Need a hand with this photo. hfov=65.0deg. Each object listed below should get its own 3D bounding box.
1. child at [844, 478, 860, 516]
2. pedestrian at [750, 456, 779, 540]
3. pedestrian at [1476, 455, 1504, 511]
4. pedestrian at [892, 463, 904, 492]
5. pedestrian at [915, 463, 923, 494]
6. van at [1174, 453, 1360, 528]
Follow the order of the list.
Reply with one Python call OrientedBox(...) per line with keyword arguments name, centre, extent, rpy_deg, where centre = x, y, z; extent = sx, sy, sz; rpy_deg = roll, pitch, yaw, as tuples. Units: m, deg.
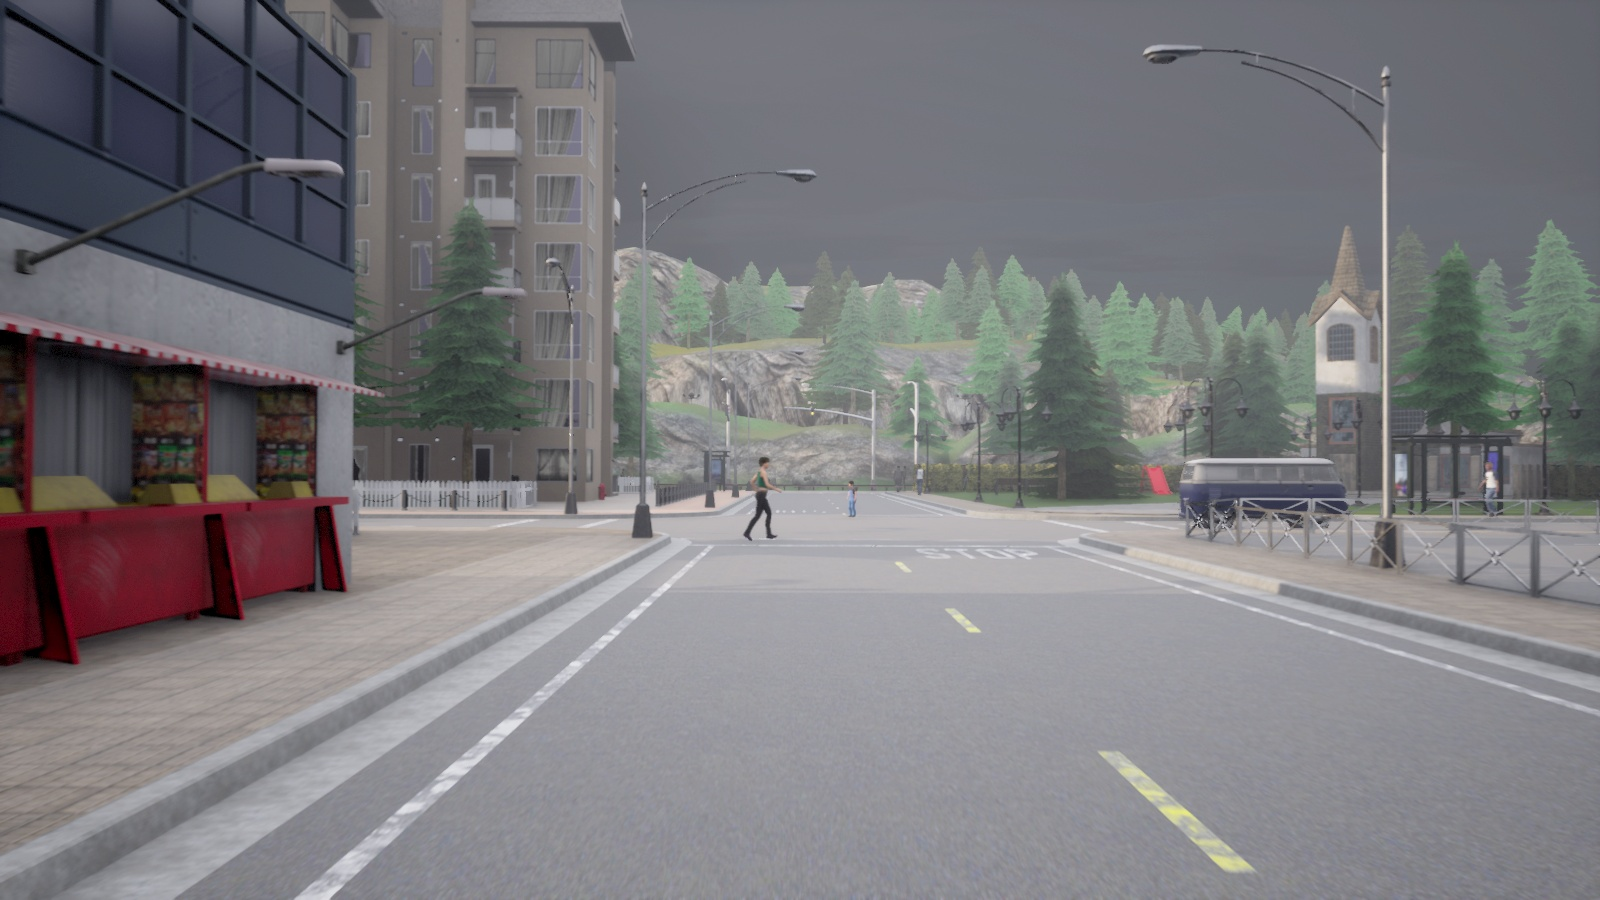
OrientedBox(name="child", centre=(1.761, 1.584, 42.586), extent=(0.437, 1.263, 0.270), rpy_deg=(0, -1, -37))
OrientedBox(name="pedestrian", centre=(-0.782, 1.051, 27.612), extent=(0.594, 1.836, 0.345), rpy_deg=(0, -1, -10))
OrientedBox(name="pedestrian", centre=(22.754, 1.088, 41.441), extent=(0.706, 1.836, 0.354), rpy_deg=(0, -1, -3))
OrientedBox(name="pedestrian", centre=(6.593, 1.859, 84.243), extent=(0.659, 1.952, 0.873), rpy_deg=(0, -1, -5))
OrientedBox(name="pedestrian", centre=(7.010, 1.684, 73.862), extent=(0.354, 1.836, 0.706), rpy_deg=(0, -1, -2))
OrientedBox(name="van", centre=(12.777, 1.110, 34.555), extent=(4.442, 1.987, 1.775), rpy_deg=(0, -1, 3))
